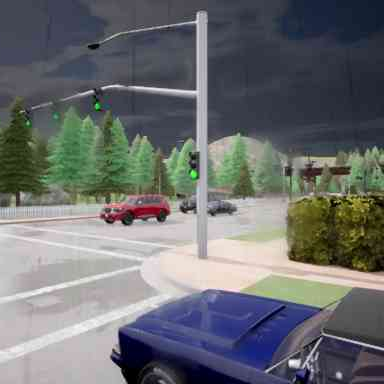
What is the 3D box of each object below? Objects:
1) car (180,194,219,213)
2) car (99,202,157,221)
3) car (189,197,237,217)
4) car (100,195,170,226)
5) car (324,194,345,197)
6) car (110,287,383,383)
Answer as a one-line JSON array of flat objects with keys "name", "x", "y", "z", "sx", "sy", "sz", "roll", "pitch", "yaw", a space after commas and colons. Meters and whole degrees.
[{"name": "car", "x": 1.036, "y": 1.220, "z": 36.144, "sx": 2.150, "sy": 2.045, "sz": 5.566, "roll": 0, "pitch": 0, "yaw": 39}, {"name": "car", "x": -5.299, "y": 1.599, "z": 28.161, "sx": 1.895, "sy": 1.301, "sz": 4.718, "roll": 0, "pitch": 0, "yaw": 38}, {"name": "car", "x": 2.416, "y": 1.546, "z": 32.257, "sx": 2.033, "sy": 1.411, "sz": 5.357, "roll": 0, "pitch": 0, "yaw": 38}, {"name": "car", "x": -3.951, "y": 1.220, "z": 24.227, "sx": 2.150, "sy": 2.045, "sz": 5.566, "roll": 0, "pitch": 0, "yaw": 38}, {"name": "car", "x": 16.860, "y": 1.221, "z": 38.923, "sx": 2.150, "sy": 2.045, "sz": 5.566, "roll": 0, "pitch": 0, "yaw": 38}, {"name": "car", "x": 1.467, "y": 1.601, "z": 2.919, "sx": 4.718, "sy": 1.301, "sz": 1.895, "roll": 0, "pitch": 0, "yaw": 36}]
